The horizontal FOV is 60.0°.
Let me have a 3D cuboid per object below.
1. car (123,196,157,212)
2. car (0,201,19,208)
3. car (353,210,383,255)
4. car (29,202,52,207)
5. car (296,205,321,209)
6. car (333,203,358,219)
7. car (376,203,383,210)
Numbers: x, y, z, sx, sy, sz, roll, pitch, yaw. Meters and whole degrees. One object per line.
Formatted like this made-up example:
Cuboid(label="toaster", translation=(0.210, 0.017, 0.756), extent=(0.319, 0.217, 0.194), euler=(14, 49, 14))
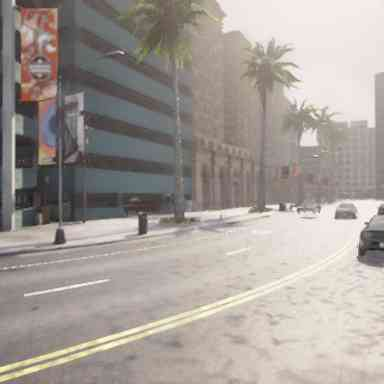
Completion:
Cuboid(label="car", translation=(-6.765, 1.577, 44.204), extent=(2.435, 2.045, 5.566), euler=(-1, -1, 30))
Cuboid(label="car", translation=(-33.095, 2.269, 58.783), extent=(2.161, 1.482, 4.786), euler=(-1, -1, 30))
Cuboid(label="car", translation=(7.805, 1.639, 13.084), extent=(1.812, 1.442, 4.674), euler=(-1, -1, 35))
Cuboid(label="car", translation=(-23.232, 2.196, 52.662), extent=(1.895, 1.301, 4.718), euler=(-1, -1, 30))
Cuboid(label="car", translation=(12.190, 1.530, 34.412), extent=(2.033, 1.411, 5.357), euler=(-1, -1, 30))
Cuboid(label="car", translation=(15.188, 1.832, 32.600), extent=(1.812, 1.442, 4.674), euler=(-1, -1, 30))
Cuboid(label="car", translation=(19.084, 1.778, 32.176), extent=(1.837, 1.490, 4.892), euler=(-1, -1, 30))
